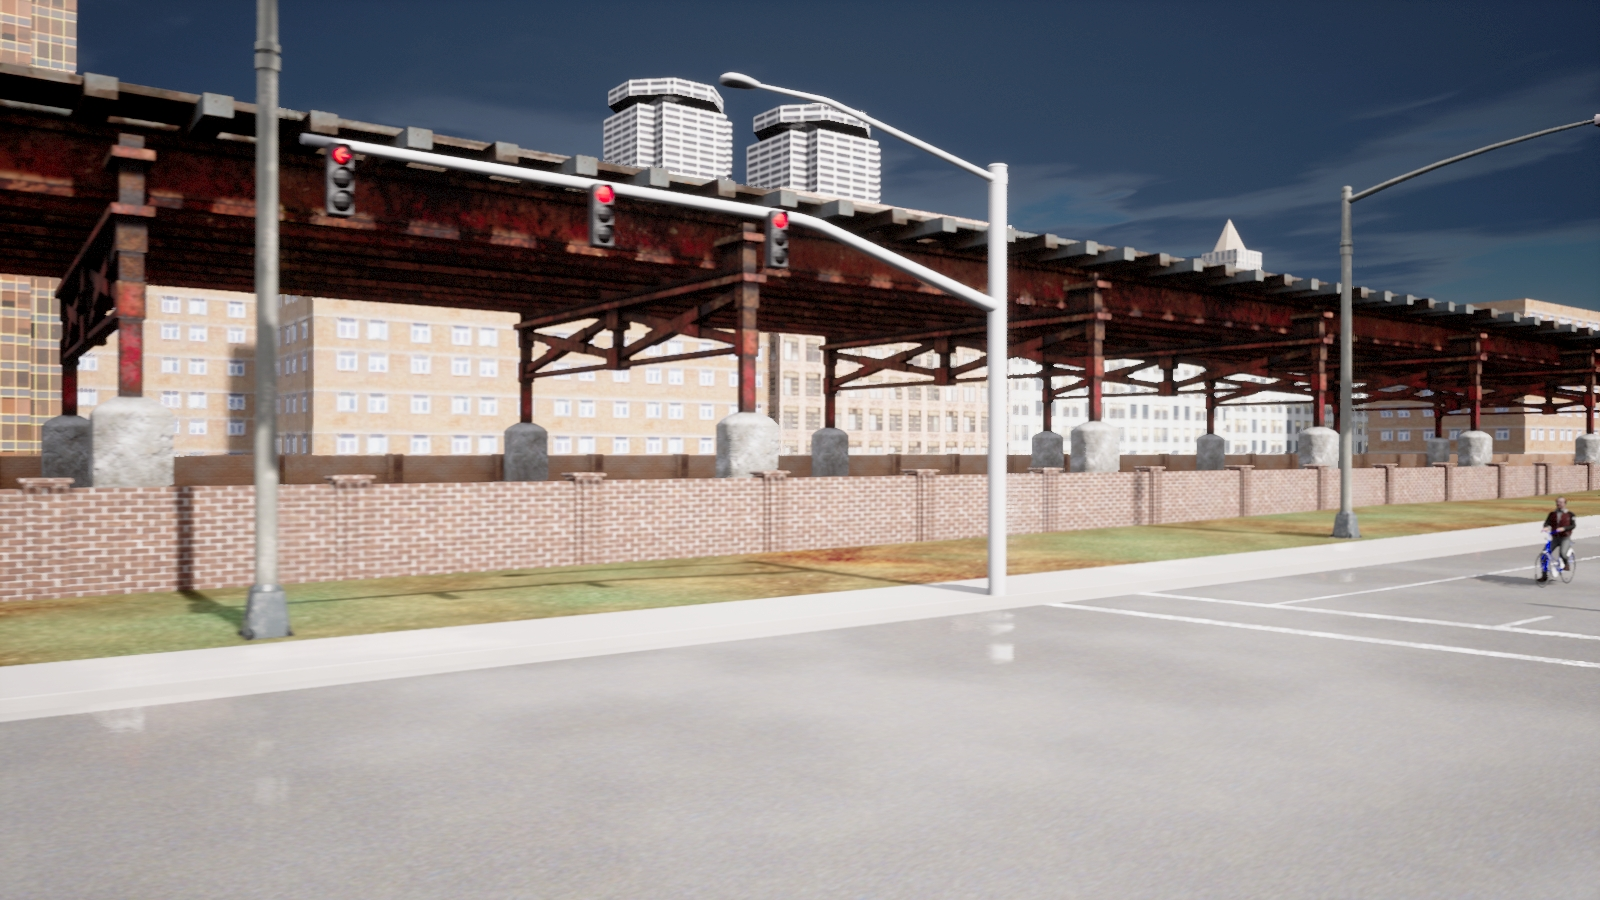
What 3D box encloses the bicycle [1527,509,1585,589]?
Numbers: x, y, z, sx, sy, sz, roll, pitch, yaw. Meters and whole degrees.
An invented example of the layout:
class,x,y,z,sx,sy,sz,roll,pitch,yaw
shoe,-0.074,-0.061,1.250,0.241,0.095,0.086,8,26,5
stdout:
class,x,y,z,sx,sy,sz,roll,pitch,yaw
bicycle,15.186,1.967,22.947,1.835,1.496,0.329,0,0,-35
